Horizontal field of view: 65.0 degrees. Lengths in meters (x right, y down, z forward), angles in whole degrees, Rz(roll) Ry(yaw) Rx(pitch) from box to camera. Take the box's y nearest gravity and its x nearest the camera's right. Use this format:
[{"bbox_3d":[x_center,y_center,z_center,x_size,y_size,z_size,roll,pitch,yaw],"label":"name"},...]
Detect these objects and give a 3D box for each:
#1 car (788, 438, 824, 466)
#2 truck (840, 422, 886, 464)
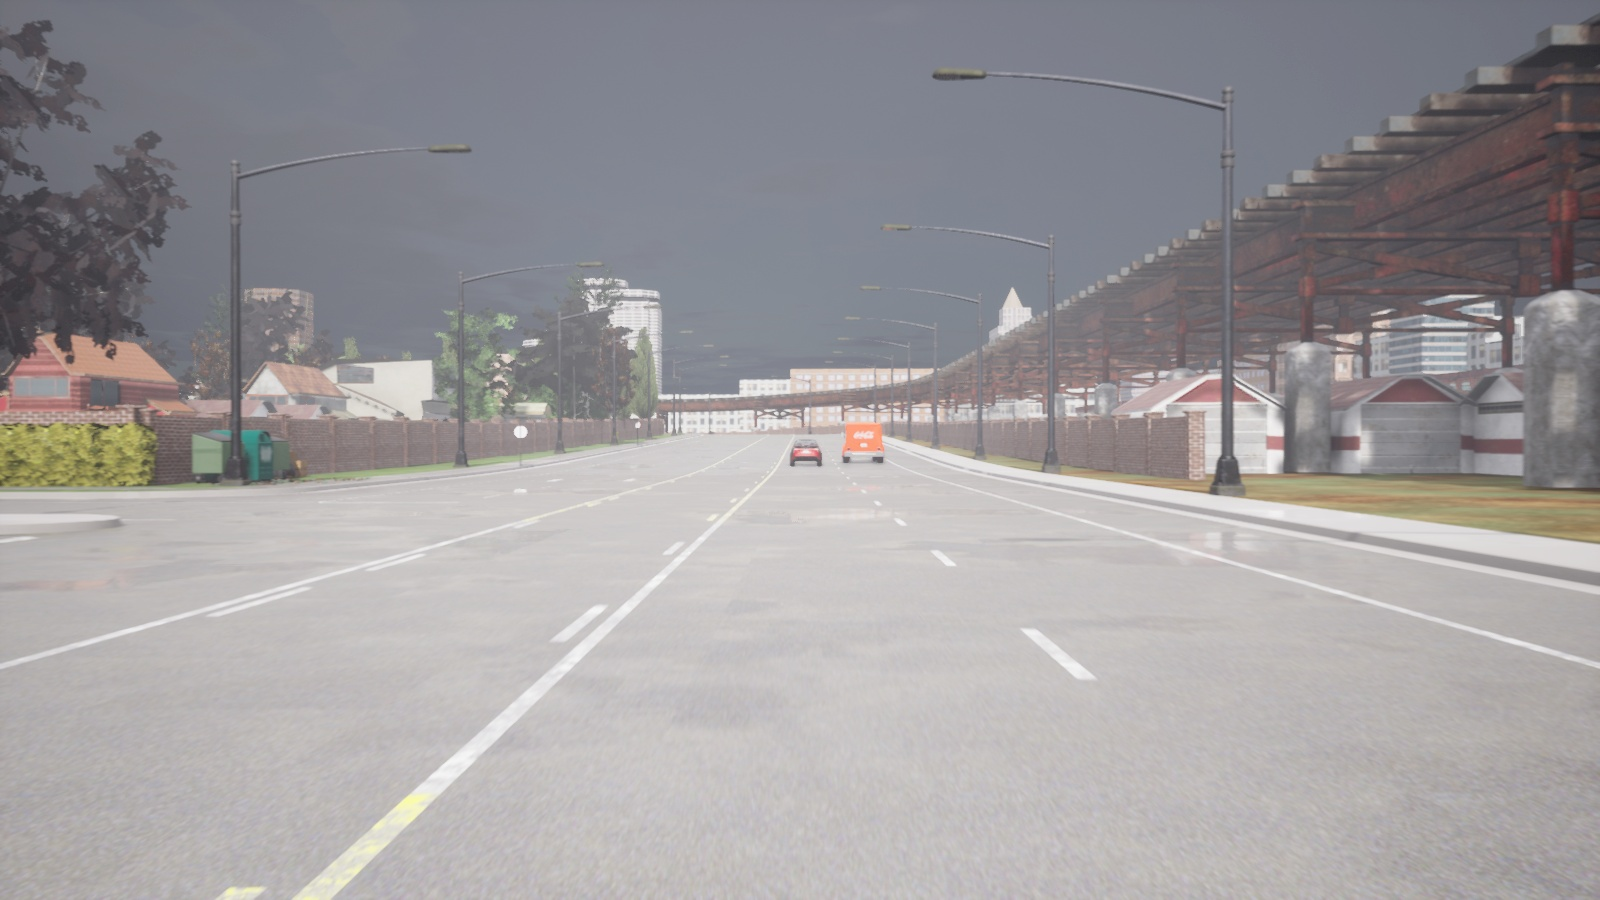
[{"bbox_3d":[0.366,0.100,72.425,2.007,1.525,4.514,0,1,0],"label":"car"},{"bbox_3d":[3.895,-0.471,78.189,2.627,2.467,5.204,0,2,0],"label":"truck"}]
